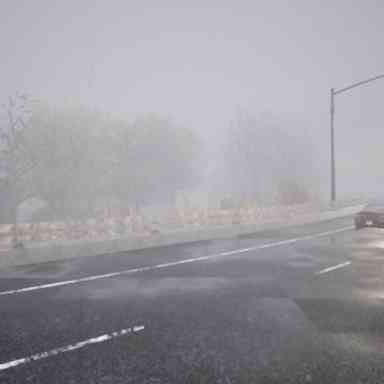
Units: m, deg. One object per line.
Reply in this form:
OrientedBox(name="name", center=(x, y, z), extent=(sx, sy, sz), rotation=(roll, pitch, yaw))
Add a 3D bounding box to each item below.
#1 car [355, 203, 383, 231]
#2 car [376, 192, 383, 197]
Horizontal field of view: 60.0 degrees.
OrientedBox(name="car", center=(10.255, 1.308, 17.855), extent=(1.812, 1.442, 4.674), rotation=(0, 1, 44))
OrientedBox(name="car", center=(46.321, 0.616, 80.300), extent=(1.895, 1.301, 4.718), rotation=(-1, 0, 4))
